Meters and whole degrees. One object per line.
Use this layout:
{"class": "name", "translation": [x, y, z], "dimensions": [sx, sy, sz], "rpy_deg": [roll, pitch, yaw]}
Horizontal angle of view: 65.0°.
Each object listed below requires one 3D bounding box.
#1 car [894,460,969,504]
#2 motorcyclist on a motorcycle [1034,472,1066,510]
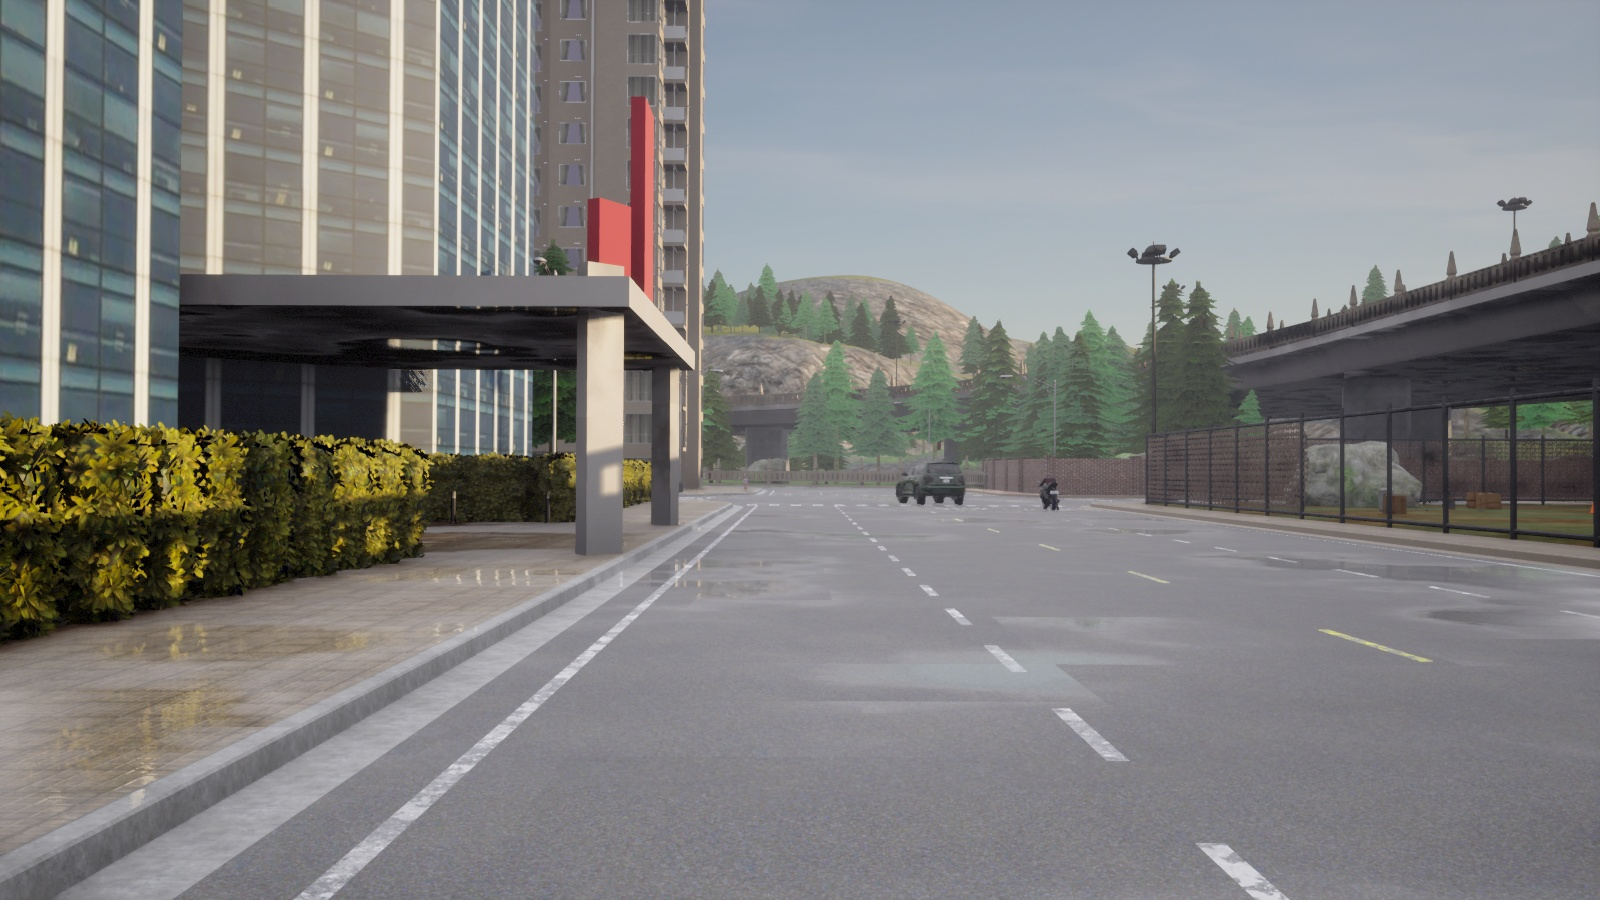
{"class": "car", "translation": [6.246, 1.534, 60.371], "dimensions": [2.150, 2.045, 5.566], "rpy_deg": [0, -1, -10]}
{"class": "motorcyclist on a motorcycle", "translation": [10.361, 1.682, 52.150], "dimensions": [0.866, 1.530, 2.191], "rpy_deg": [0, -1, 0]}
